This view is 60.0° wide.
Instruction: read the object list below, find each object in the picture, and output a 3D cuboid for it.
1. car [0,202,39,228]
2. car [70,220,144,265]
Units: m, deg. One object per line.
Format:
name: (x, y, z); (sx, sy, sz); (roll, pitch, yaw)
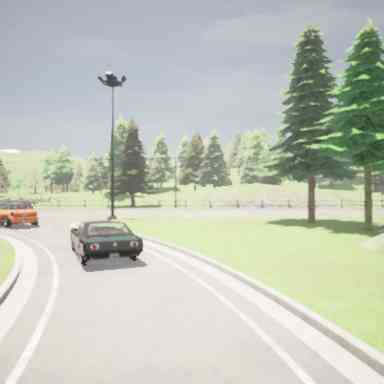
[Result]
car: (-12.889, 1.519, 23.709); (4.553, 1.767, 2.097); (-1, 0, 39)
car: (-3.324, 1.679, 12.204); (1.895, 1.301, 4.718); (0, 0, -25)
